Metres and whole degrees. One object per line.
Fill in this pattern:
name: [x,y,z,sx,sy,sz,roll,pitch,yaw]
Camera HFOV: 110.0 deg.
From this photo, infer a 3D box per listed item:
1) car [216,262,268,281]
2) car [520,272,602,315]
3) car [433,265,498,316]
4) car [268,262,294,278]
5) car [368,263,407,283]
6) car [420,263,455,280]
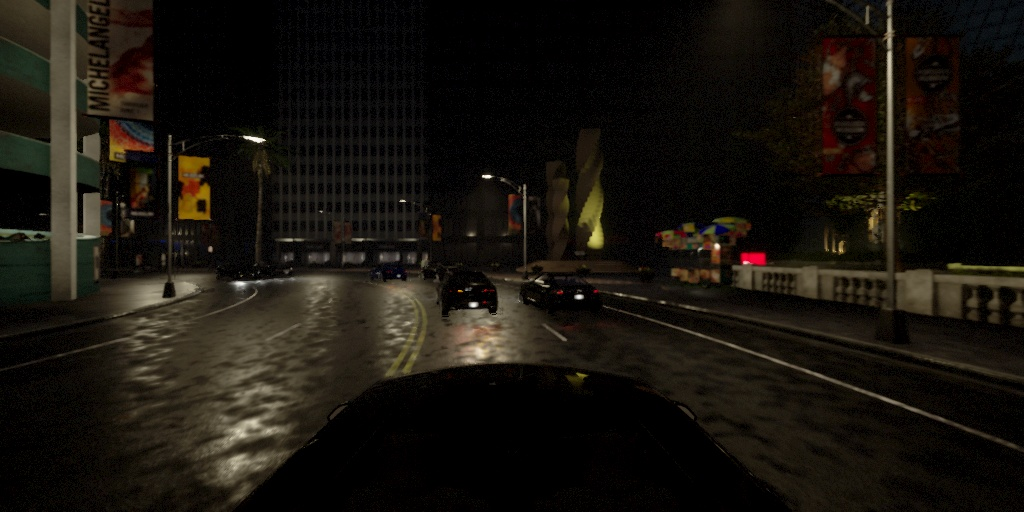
car: [-23.518,1.314,30.847,4.892,1.490,1.837,0,-1,30]
car: [1.694,1.311,13.676,1.994,1.385,4.181,0,0,-15]
car: [-1.818,1.260,13.460,1.837,1.490,4.892,0,0,-15]
car: [-23.201,1.300,34.662,4.902,1.511,2.128,0,0,28]
car: [-9.877,1.302,28.458,1.812,1.442,4.674,0,0,-39]
car: [-5.794,1.271,28.901,1.837,1.490,4.892,1,0,-36]
